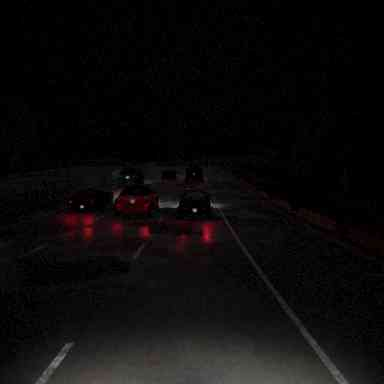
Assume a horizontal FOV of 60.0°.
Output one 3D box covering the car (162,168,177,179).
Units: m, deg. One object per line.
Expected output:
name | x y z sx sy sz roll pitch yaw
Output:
car | -3.182 -2.690 47.416 1.882 1.535 5.008 0 7 0

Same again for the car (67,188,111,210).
car | -6.822 0.405 22.818 1.895 1.301 4.718 0 6 0

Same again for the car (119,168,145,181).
car | -6.807 -1.757 37.810 2.150 2.045 5.566 0 7 1

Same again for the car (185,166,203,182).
car | 0.295 -2.442 43.309 2.150 2.045 5.566 0 7 0

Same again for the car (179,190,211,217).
car | 0.165 0.576 20.255 1.812 1.442 4.674 0 5 0

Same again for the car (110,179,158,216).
car | -3.332 0.356 20.793 2.097 1.767 4.553 0 5 0
